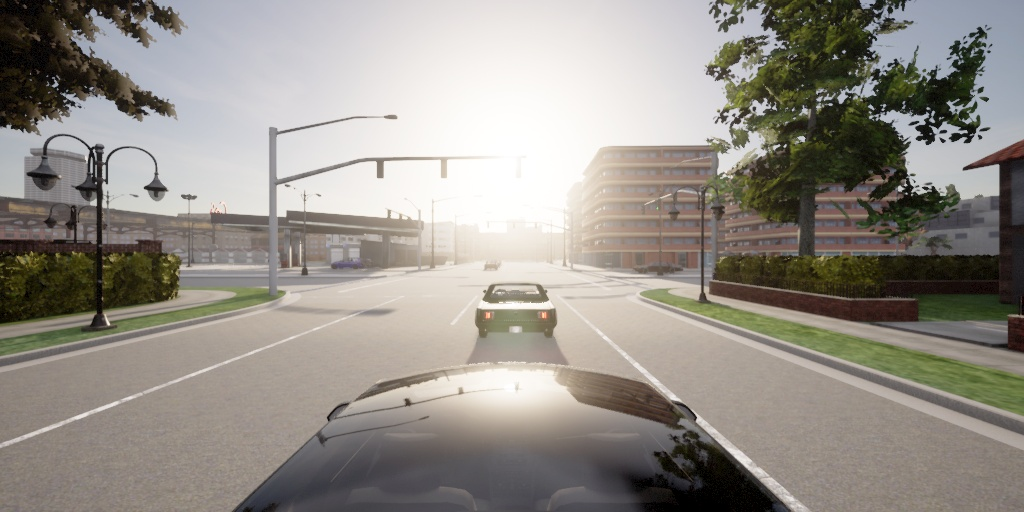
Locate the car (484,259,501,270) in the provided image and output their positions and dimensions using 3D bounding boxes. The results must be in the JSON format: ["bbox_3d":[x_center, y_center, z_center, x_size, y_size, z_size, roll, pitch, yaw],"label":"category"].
[{"bbox_3d":[-3.054,1.349,52.558,1.895,1.301,4.718,0,0,-1],"label":"car"}]

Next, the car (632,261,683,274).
[{"bbox_3d":[16.639,1.296,41.043,5.357,1.411,2.033,0,0,1],"label":"car"}]

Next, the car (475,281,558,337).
[{"bbox_3d":[0.098,1.351,10.227,1.895,1.301,4.718,0,0,0],"label":"car"}]
